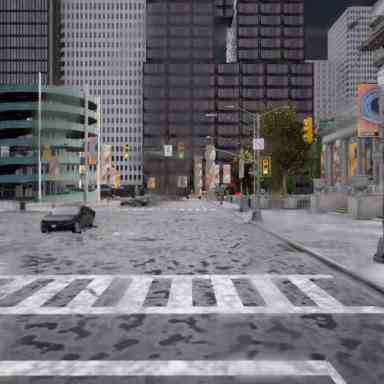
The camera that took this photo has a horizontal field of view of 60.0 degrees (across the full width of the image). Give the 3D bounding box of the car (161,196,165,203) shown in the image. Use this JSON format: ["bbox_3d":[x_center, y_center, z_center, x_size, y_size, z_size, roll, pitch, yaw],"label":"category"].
[{"bbox_3d":[-7.064,1.541,67.400,1.812,1.442,4.674,0,0,1],"label":"car"}]

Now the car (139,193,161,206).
[{"bbox_3d":[-7.084,1.235,56.155,2.150,2.045,5.566,0,0,0],"label":"car"}]

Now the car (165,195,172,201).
[{"bbox_3d":[-7.509,1.615,85.649,1.895,1.301,4.718,0,0,-25],"label":"car"}]

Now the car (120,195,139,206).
[{"bbox_3d":[-10.576,1.561,55.651,2.033,1.411,5.357,0,0,0],"label":"car"}]

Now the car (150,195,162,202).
[{"bbox_3d":[-8.507,1.559,78.402,2.033,1.411,5.357,0,0,-14],"label":"car"}]

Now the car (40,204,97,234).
[{"bbox_3d":[-7.091,1.482,19.542,1.882,1.535,5.008,0,0,0],"label":"car"}]

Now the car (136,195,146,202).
[{"bbox_3d":[-11.723,1.518,76.925,1.837,1.490,4.892,0,0,-14],"label":"car"}]

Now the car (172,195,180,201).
[{"bbox_3d":[-4.773,1.521,87.963,1.837,1.490,4.892,0,0,-29],"label":"car"}]

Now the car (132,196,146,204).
[{"bbox_3d":[-10.556,1.563,66.488,2.033,1.411,5.357,0,0,1],"label":"car"}]
